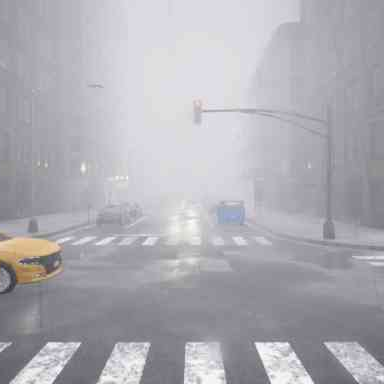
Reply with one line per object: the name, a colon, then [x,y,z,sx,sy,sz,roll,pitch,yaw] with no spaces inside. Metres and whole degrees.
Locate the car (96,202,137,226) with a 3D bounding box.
car: [-5.395,1.549,23.176,2.008,1.369,4.403,0,0,0]

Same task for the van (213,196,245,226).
van: [2.630,1.340,23.187,1.690,1.788,3.998,0,0,0]

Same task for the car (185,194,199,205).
car: [0.088,1.512,57.266,1.812,1.442,4.674,0,0,0]

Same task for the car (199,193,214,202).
car: [2.623,1.305,51.594,2.192,1.841,5.009,0,0,0]

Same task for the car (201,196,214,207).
car: [2.625,1.576,45.912,1.802,1.307,4.206,0,0,0]

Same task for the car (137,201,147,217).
car: [-5.396,1.543,28.858,1.887,1.381,4.507,0,0,0]

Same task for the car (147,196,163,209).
car: [-5.401,1.520,45.734,1.752,1.417,4.829,0,0,0]

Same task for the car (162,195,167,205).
car: [-5.402,1.556,51.586,1.947,1.339,4.313,0,0,0]

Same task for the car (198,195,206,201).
car: [2.614,1.531,85.681,1.947,1.339,4.313,0,0,0]

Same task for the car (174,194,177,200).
car: [-5.410,1.409,79.995,1.967,1.590,4.097,0,0,0]

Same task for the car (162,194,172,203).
car: [-5.405,1.548,62.949,1.947,1.339,4.313,0,0,0]

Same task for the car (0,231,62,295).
car: [-5.775,1.452,8.042,5.008,1.535,1.882,0,0,0]

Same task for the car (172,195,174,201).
car: [-5.407,1.293,68.631,2.192,1.841,5.009,0,0,0]

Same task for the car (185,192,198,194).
car: [0.076,1.331,67.096,2.097,1.767,4.553,0,0,-2]

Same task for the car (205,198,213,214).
car: [2.628,1.580,34.549,1.802,1.307,4.206,0,0,0]

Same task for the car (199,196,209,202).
car: [2.617,1.524,74.319,2.008,1.369,4.403,0,0,0]
